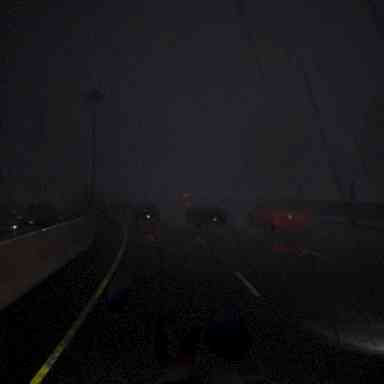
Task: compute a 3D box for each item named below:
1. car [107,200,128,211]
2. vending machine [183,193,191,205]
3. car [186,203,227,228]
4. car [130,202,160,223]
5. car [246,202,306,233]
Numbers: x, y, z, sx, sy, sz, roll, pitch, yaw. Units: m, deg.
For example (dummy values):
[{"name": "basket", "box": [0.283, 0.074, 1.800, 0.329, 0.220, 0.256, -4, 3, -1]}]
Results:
[{"name": "car", "box": [-9.476, 1.641, 41.856, 1.895, 1.301, 4.718, 0, 0, -24]}, {"name": "vending machine", "box": [-0.926, 1.216, 57.777, 1.100, 2.100, 0.880, 0, 0, -30]}, {"name": "car", "box": [0.845, 1.482, 22.211, 1.882, 1.535, 5.008, 0, 0, -12]}, {"name": "car", "box": [-3.699, 1.522, 25.975, 1.837, 1.490, 4.892, 0, 0, -14]}, {"name": "car", "box": [4.863, 1.344, 19.903, 2.097, 1.767, 4.553, 0, 0, -11]}]
